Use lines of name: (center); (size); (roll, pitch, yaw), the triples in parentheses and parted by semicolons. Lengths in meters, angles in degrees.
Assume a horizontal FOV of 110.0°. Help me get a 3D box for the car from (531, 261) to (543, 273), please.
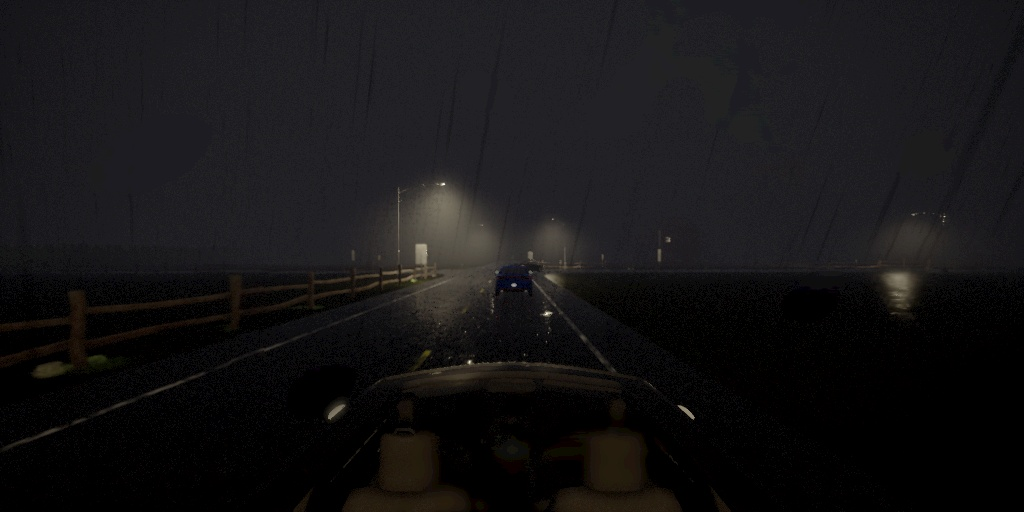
car: (2.008, 1.309, 42.220); (2.128, 1.511, 4.902); (-1, -1, 29)

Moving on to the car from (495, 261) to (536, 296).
car: (0.095, 1.246, 19.685); (1.882, 1.535, 5.008); (0, 0, 0)
